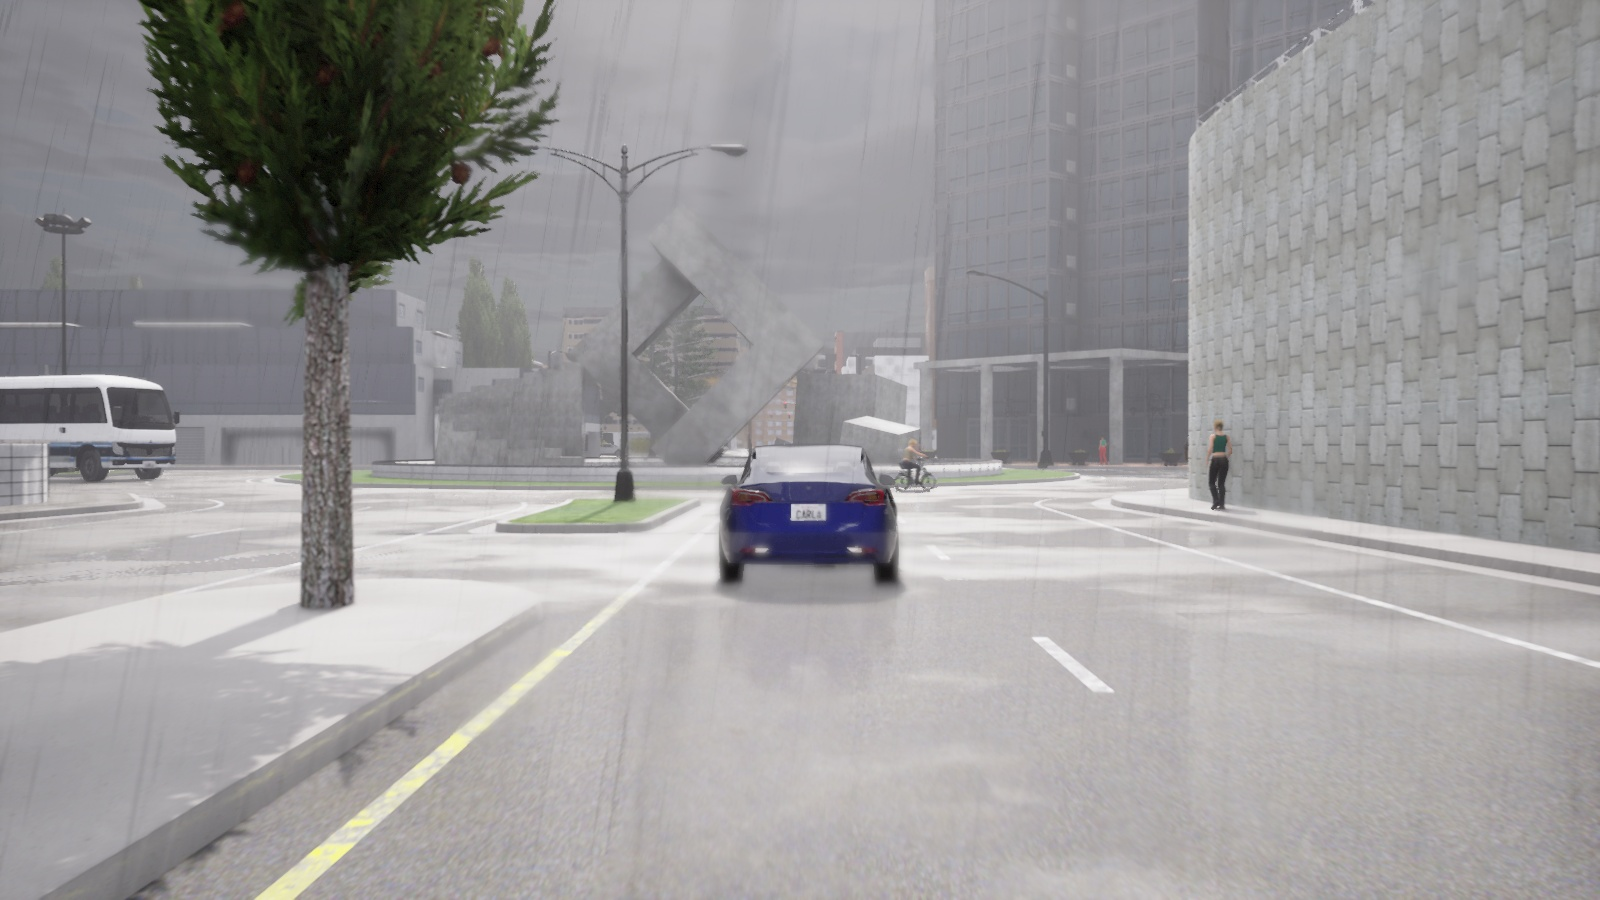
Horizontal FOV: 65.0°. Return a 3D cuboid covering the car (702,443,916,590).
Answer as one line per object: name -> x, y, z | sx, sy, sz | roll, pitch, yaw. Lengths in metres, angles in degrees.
car -> 0.102, 0.661, 15.089 | 2.163, 1.488, 4.792 | 0, 0, 0

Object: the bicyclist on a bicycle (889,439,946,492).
bicyclist on a bicycle -> 3.631, 0.468, 38.716 | 1.509, 1.612, 0.866 | 0, -1, -26

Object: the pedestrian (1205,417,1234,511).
pedestrian -> 8.327, 0.268, 24.922 | 0.345, 1.836, 0.594 | 0, 0, -3

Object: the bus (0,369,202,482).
bus -> -29.920, -0.942, 51.053 | 10.273, 4.253, 3.944 | 0, 0, 18
